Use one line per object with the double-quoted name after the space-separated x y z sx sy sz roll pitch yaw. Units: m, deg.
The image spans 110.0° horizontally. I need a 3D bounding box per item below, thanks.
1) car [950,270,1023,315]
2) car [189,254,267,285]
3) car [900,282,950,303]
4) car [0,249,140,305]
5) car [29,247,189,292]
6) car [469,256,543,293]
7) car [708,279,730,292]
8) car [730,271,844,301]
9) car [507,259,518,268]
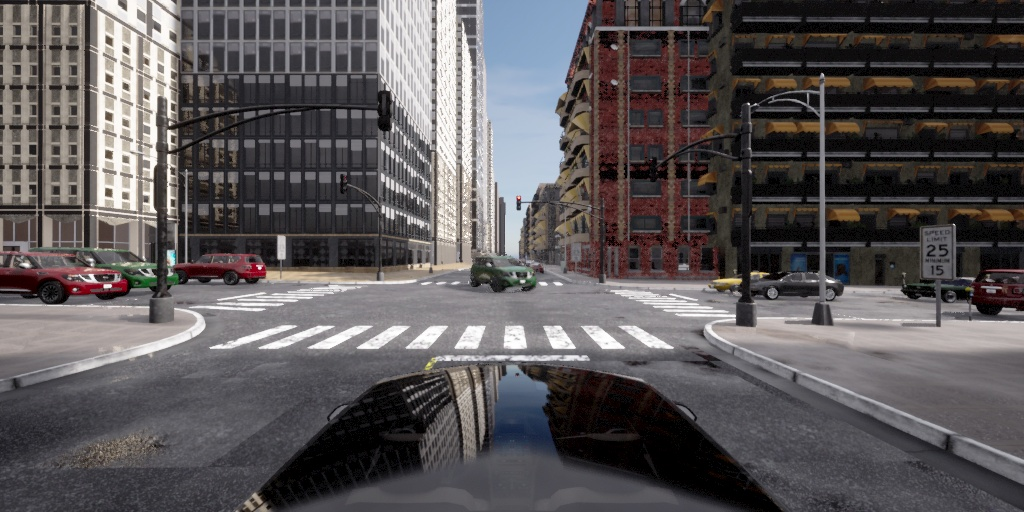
20.607 1.461 13.646 5.009 1.841 2.192 0 0 0 "car"
-17.696 0.776 21.686 5.009 1.841 2.192 0 0 0 "car"
24.217 1.827 19.432 4.718 1.301 1.895 1 0 -1 "car"
-17.567 0.757 13.307 5.009 1.841 2.192 0 0 0 "car"
-18.240 0.658 15.895 5.566 2.045 2.150 1 0 0 "car"
-0.737 0.998 21.465 2.150 2.045 5.566 1 0 -28 "car"
14.645 1.587 21.946 4.829 1.417 1.751 0 0 0 "car"
14.926 1.562 19.328 4.892 1.490 1.837 1 0 2 "car"
0.139 1.338 65.052 1.994 1.385 4.181 0 0 1 "car"
